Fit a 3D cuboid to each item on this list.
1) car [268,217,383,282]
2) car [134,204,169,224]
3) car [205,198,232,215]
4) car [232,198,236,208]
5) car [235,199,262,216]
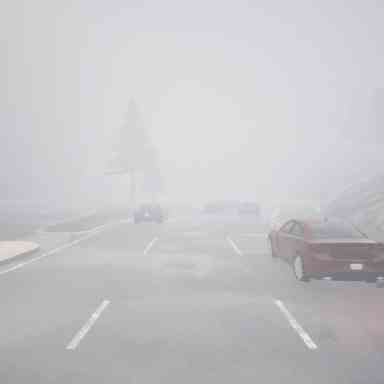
[{"bbox_3d":[3.603,1.475,9.752,1.882,1.535,5.008,0,0,0],"label":"car"},{"bbox_3d":[-2.962,1.558,24.932,1.994,1.385,4.181,0,0,5],"label":"car"},{"bbox_3d":[2.550,1.519,34.202,1.812,1.442,4.674,0,0,15],"label":"car"},{"bbox_3d":[5.312,1.517,44.166,1.812,1.442,4.674,0,0,16],"label":"car"},{"bbox_3d":[5.732,1.557,32.715,1.994,1.385,4.181,0,0,15],"label":"car"}]
